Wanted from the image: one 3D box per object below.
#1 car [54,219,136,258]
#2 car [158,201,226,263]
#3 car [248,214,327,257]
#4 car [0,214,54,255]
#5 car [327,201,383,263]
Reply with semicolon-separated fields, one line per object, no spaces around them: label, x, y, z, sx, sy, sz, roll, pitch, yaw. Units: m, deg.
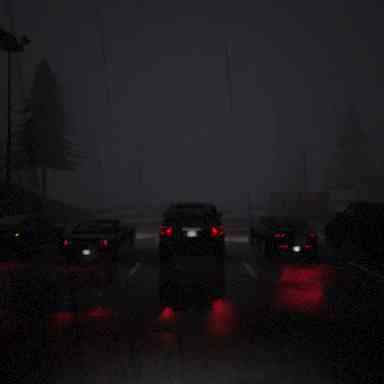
car;-3.489;1.731;13.266;1.895;1.301;4.718;0;-1;0
car;0.005;1.349;12.578;2.150;2.045;5.566;0;0;0
car;3.514;1.640;13.518;1.837;1.490;4.892;0;0;0
car;-6.983;1.662;13.903;1.812;1.442;4.674;0;0;0
car;7.005;1.349;12.567;2.150;2.045;5.566;0;0;0
